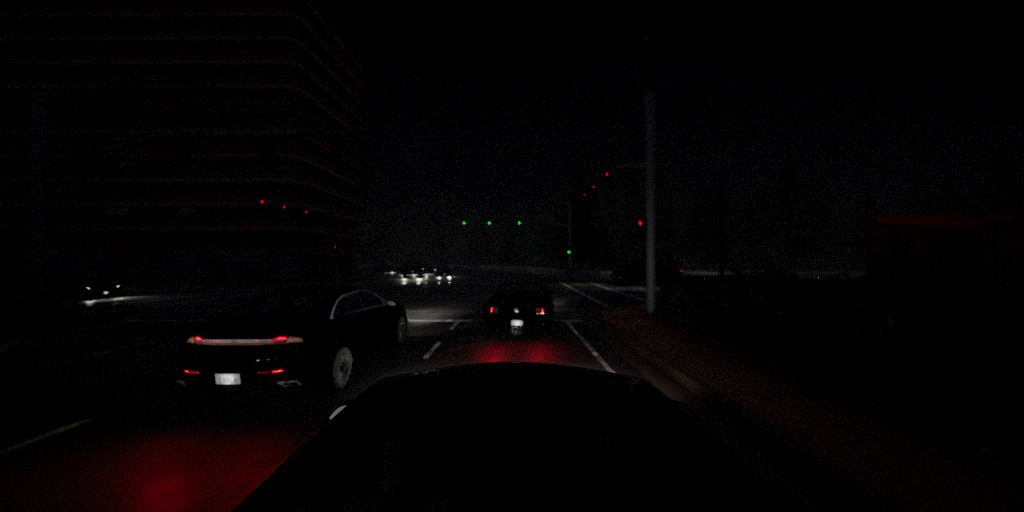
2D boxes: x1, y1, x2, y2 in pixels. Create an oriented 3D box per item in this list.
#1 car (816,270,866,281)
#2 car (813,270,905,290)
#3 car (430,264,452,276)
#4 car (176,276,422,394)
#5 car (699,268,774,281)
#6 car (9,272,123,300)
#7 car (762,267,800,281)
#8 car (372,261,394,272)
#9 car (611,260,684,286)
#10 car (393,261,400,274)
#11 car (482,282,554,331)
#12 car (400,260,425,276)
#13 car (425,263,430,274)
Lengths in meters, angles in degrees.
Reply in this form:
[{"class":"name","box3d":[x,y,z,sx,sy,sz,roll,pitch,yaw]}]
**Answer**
[{"class":"car","box3d":[18.545,1.526,18.612,4.674,1.442,1.812,0,-1,1]},{"class":"car","box3d":[24.785,1.684,25.758,4.718,1.301,1.895,0,-1,0]},{"class":"car","box3d":[-8.918,1.803,45.759,2.033,1.411,5.357,0,-1,-18]},{"class":"car","box3d":[-3.430,1.299,6.749,2.128,1.511,4.902,0,-1,0]},{"class":"car","box3d":[15.618,1.684,25.835,4.718,1.301,1.895,0,-1,0]},{"class":"car","box3d":[-24.094,1.550,18.967,5.357,1.411,2.033,0,-1,0]},{"class":"car","box3d":[20.825,1.649,29.280,4.674,1.442,1.812,0,-1,0]},{"class":"car","box3d":[-21.484,1.979,59.631,4.181,1.385,1.994,-1,-1,43]},{"class":"car","box3d":[11.058,1.345,29.395,5.566,2.045,2.150,0,-1,1]},{"class":"car","box3d":[-15.414,1.851,51.783,1.812,1.442,4.674,0,-1,-31]},{"class":"car","box3d":[0.400,1.463,11.452,1.895,1.301,4.718,0,-1,7]},{"class":"car","box3d":[-11.839,1.444,42.816,2.150,2.045,5.566,0,-1,-15]},{"class":"car","box3d":[-12.947,1.861,54.441,1.837,1.490,4.892,0,-1,-32]}]
